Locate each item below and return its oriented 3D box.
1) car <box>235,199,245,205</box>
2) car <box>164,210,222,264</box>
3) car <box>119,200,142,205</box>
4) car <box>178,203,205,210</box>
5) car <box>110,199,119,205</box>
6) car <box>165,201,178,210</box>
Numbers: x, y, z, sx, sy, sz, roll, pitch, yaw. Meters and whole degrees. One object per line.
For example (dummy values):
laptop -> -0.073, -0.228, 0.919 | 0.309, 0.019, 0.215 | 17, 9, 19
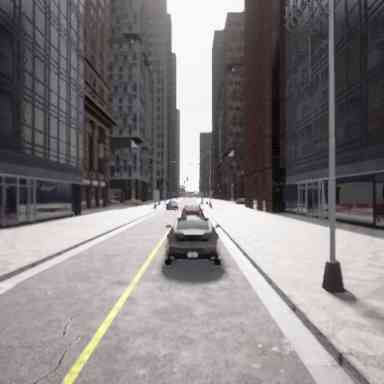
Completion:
car -> 11.889, 2.206, 74.591 | 4.097, 1.590, 1.967 | 0, -1, 0
car -> 0.041, 1.646, 12.368 | 1.837, 1.490, 4.892 | 0, 0, 0
car -> -15.023, 2.482, 83.276 | 4.829, 1.417, 1.752 | 0, -1, 0
car -> 0.052, 1.796, 28.525 | 1.882, 1.535, 5.008 | 0, 0, 1
car -> -20.625, 2.498, 83.309 | 4.829, 1.417, 1.752 | 0, -1, 0
car -> -3.082, 2.101, 52.377 | 1.812, 1.442, 4.674 | 0, -1, 0
